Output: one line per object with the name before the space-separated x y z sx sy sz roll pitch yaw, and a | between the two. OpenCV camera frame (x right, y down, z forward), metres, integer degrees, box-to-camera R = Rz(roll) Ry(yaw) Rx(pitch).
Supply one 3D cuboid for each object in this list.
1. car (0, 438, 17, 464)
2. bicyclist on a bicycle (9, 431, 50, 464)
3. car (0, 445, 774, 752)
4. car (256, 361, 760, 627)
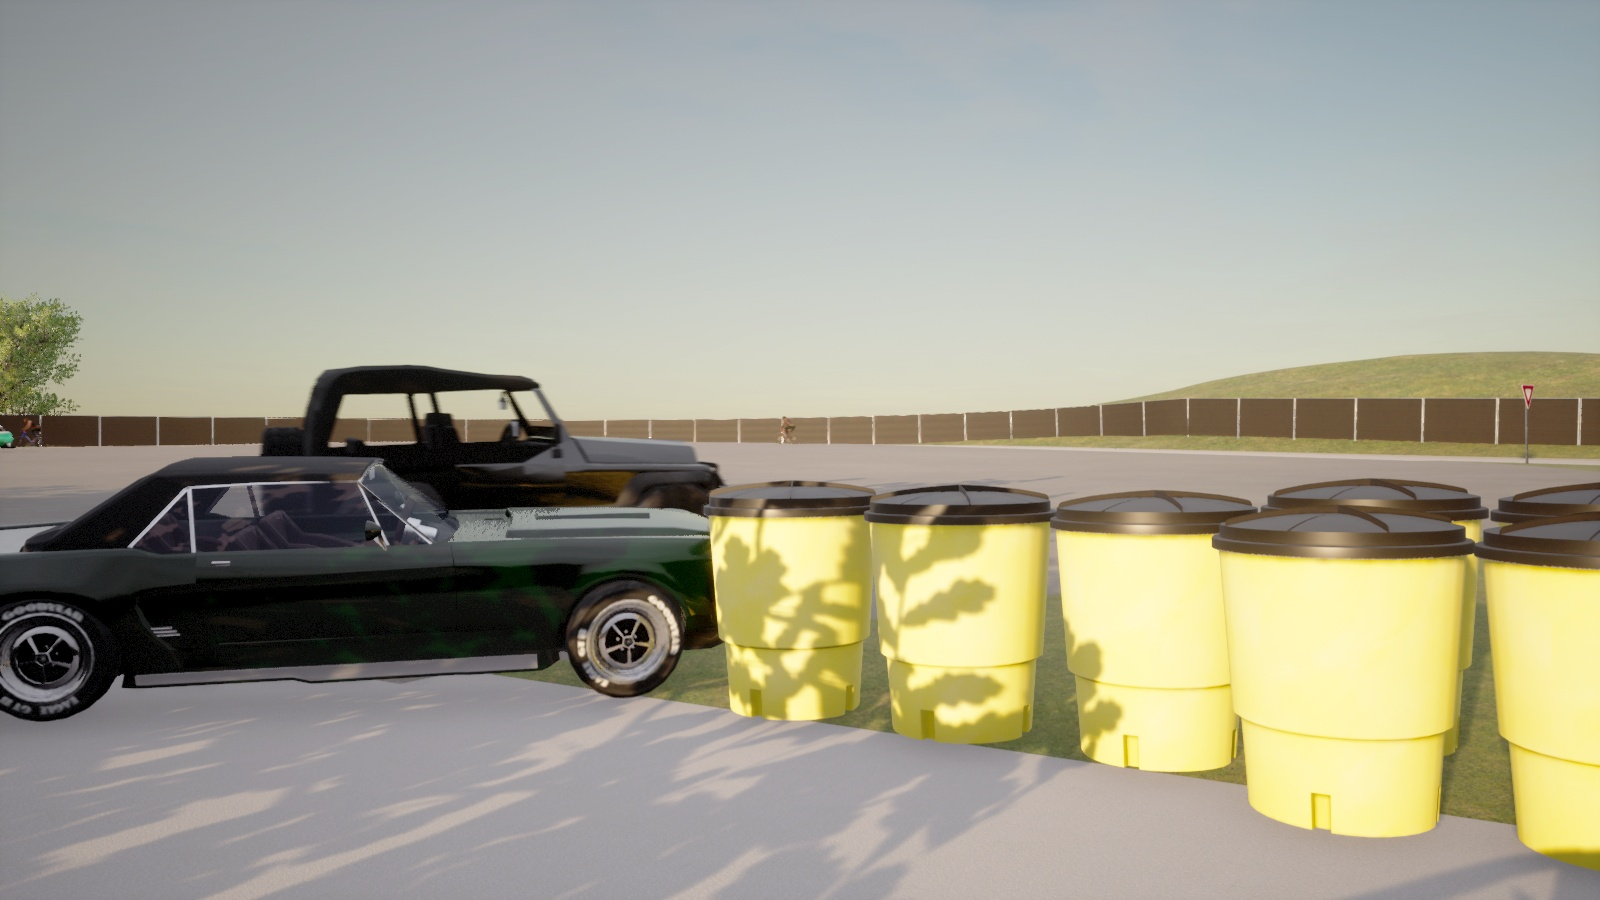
car | -43.037 0.084 66.595 1.481 1.376 2.207 -2 1 44
bicyclist on a bicycle | -39.818 -0.123 64.899 1.656 1.620 0.582 -3 2 -44
car | -2.673 0.740 7.432 4.718 1.301 1.895 -2 3 -13
car | -2.539 0.244 10.920 3.866 1.878 1.905 -3 3 -25
